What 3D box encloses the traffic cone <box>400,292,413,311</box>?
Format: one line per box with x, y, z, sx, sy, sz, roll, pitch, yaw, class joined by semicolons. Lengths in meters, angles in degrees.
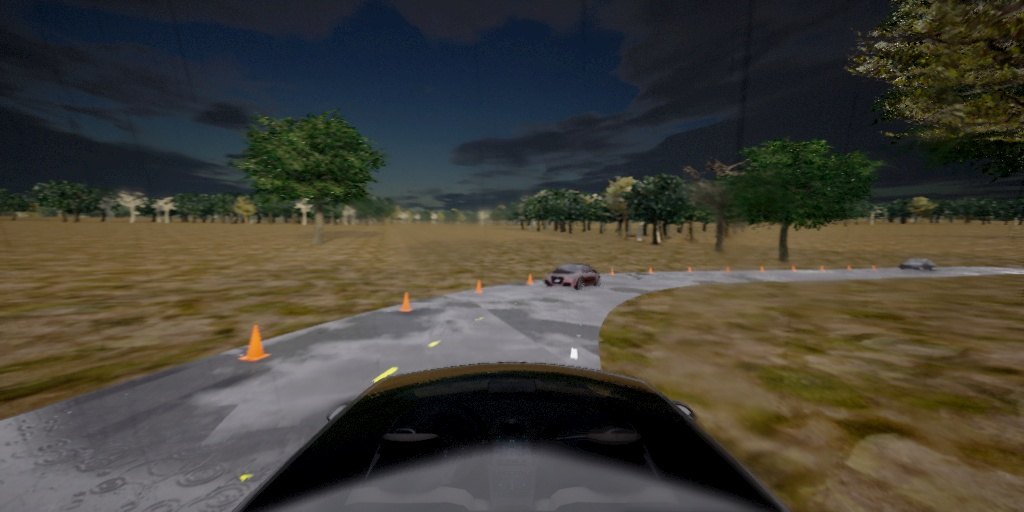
-3.488;1.486;11.796;0.340;0.580;0.340;0;0;17;traffic cone

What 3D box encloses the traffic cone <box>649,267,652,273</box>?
12.624;1.282;32.705;0.340;0.580;0.340;0;0;-32;traffic cone

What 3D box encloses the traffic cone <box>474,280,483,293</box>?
-1.557;1.421;16.834;0.340;0.580;0.340;0;0;25;traffic cone

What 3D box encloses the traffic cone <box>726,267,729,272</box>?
22.247;1.346;36.993;0.340;0.580;0.340;0;0;-20;traffic cone

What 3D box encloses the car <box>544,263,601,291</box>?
3.567;1.117;20.716;1.994;1.385;4.181;4;3;35;car

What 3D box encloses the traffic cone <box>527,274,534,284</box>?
1.083;1.361;21.539;0.340;0.580;0.340;0;0;34;traffic cone

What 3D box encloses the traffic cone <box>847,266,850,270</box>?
41.077;1.430;43.737;0.340;0.580;0.340;0;0;-20;traffic cone

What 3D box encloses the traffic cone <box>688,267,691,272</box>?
17.409;1.305;35.184;0.340;0.580;0.340;0;0;-23;traffic cone

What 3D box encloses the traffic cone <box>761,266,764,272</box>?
26.954;1.374;38.679;0.340;0.580;0.340;0;0;-20;traffic cone

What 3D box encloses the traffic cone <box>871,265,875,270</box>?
45.784;1.446;45.422;0.340;0.580;0.340;0;0;-20;traffic cone

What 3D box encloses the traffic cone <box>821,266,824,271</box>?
36.369;1.411;42.051;0.340;0.580;0.340;0;0;-20;traffic cone

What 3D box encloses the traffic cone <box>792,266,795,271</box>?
31.662;1.393;40.365;0.340;0.580;0.340;0;0;-20;traffic cone

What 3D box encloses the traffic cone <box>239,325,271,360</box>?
-4.672;1.550;6.529;0.340;0.580;0.340;0;0;8;traffic cone

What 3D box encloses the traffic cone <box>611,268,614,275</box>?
8.250;1.285;29.558;0.340;0.580;0.340;0;0;-40;traffic cone
